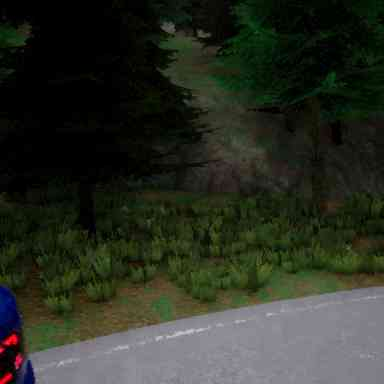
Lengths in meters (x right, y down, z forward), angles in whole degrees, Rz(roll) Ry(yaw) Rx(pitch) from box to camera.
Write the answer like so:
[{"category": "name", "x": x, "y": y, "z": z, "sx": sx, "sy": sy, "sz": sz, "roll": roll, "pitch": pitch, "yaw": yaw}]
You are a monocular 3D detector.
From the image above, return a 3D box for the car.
[{"category": "car", "x": -3.620, "y": 1.261, "z": 1.179, "sx": 5.566, "sy": 2.045, "sz": 2.150, "roll": -1, "pitch": -1, "yaw": -37}]
